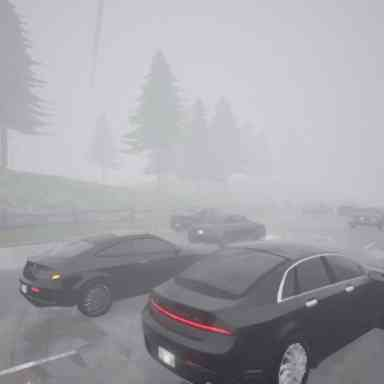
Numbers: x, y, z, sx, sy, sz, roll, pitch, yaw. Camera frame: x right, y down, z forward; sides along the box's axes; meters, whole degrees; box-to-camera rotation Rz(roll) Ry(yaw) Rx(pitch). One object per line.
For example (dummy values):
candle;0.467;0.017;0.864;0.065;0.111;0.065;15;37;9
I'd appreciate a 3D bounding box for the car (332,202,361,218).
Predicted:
car;15.219;1.640;31.285;1.882;1.535;5.008;-1;-1;40

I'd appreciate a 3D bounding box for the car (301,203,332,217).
car;12.933;1.798;33.996;1.895;1.301;4.718;-1;-1;40

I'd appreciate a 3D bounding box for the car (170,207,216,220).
car;0.861;1.633;19.866;1.882;1.535;5.008;-1;-1;42

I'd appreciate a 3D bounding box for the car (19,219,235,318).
car;-1.335;1.597;7.612;4.674;1.442;1.812;0;0;-40

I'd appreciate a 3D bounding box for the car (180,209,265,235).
car;1.732;1.681;15.671;1.994;1.385;4.181;-1;-1;43

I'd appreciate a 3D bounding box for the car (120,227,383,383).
car;1.561;1.540;5.193;4.892;1.490;1.837;0;0;-41

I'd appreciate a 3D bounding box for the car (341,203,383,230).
car;11.827;1.656;21.850;2.033;1.411;5.357;-1;-1;40
